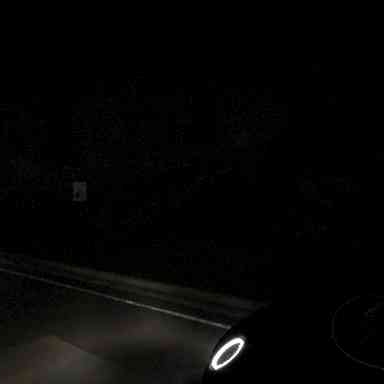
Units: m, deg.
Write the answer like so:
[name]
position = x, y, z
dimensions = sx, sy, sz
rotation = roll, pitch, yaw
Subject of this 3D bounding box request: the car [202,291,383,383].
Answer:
[car]
position = 2.280, 1.346, 2.365
dimensions = 4.553, 1.767, 2.097
rotation = -1, 0, 35
